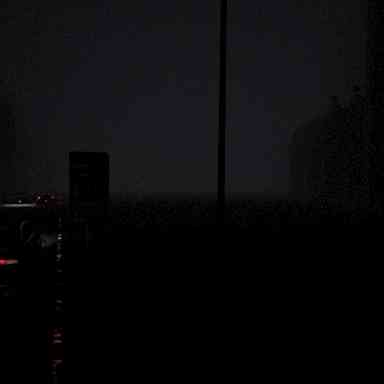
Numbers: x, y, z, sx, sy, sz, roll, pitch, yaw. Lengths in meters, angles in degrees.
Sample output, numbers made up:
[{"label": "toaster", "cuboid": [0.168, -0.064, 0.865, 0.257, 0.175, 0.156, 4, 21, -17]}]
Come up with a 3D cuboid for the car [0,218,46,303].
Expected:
[{"label": "car", "cuboid": [-4.433, 1.329, 7.398, 2.128, 1.511, 4.902, 0, 1, -22]}]

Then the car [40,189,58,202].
[{"label": "car", "cuboid": [-19.505, 0.419, 45.565, 2.128, 1.511, 4.902, 0, 1, -22]}]

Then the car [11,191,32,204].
[{"label": "car", "cuboid": [-19.919, 0.598, 39.124, 2.033, 1.411, 5.357, 0, 1, -22]}]

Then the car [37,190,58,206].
[{"label": "car", "cuboid": [-15.669, 0.689, 35.985, 1.812, 1.442, 4.674, 0, 1, -21]}]
